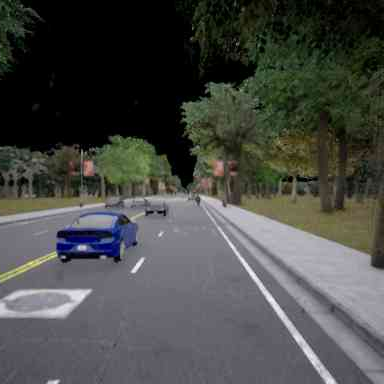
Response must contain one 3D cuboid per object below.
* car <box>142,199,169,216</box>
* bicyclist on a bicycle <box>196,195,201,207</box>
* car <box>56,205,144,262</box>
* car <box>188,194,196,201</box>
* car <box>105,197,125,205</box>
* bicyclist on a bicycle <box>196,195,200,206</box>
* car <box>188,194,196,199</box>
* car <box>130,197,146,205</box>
[{"bbox_3d":[-3.146,1.496,30.895,1.895,1.301,4.718,0,0,0],"label":"car"},{"bbox_3d":[0.903,1.313,41.927,0.582,1.620,1.656,0,0,0],"label":"bicyclist on a bicycle"},{"bbox_3d":[-3.149,1.434,11.998,1.882,1.535,5.008,0,0,0],"label":"car"},{"bbox_3d":[0.013,1.285,73.820,2.033,1.411,5.357,0,0,0],"label":"car"},{"bbox_3d":[-9.828,1.362,42.637,1.837,1.490,4.892,0,0,0],"label":"car"},{"bbox_3d":[0.904,1.282,50.926,0.582,1.620,1.656,0,0,0],"label":"bicyclist on a bicycle"},{"bbox_3d":[0.016,1.127,84.775,1.994,1.385,4.181,0,0,0],"label":"car"},{"bbox_3d":[-6.580,1.384,42.236,1.812,1.442,4.674,0,0,0],"label":"car"}]
